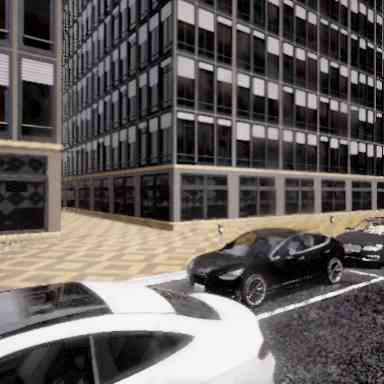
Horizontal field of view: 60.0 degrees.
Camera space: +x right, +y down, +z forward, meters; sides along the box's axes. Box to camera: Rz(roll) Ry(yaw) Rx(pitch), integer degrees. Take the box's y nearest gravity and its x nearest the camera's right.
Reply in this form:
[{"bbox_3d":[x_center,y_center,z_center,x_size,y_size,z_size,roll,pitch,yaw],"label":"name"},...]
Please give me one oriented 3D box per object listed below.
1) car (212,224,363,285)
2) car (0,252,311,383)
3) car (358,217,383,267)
[{"bbox_3d":[1.923,1.557,7.924,4.313,1.339,1.947,0,0,-35],"label":"car"},{"bbox_3d":[-1.366,1.526,2.404,4.674,1.442,1.812,0,0,-36],"label":"car"},{"bbox_3d":[6.432,1.533,11.140,4.403,1.369,2.008,0,0,-35],"label":"car"}]
